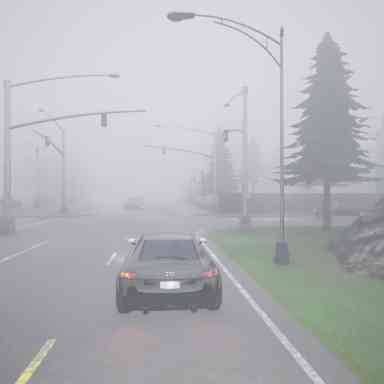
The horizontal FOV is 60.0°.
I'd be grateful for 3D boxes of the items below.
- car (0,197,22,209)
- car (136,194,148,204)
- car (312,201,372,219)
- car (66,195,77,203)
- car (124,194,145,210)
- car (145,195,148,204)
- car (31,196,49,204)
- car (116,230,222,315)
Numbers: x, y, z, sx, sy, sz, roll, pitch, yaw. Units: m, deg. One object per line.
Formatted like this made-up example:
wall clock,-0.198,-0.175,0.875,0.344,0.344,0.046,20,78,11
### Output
car,-21.330,1.340,38.409,2.007,1.523,4.514,0,0,-5
car,-9.477,1.352,63.152,2.097,1.767,4.553,0,0,-5
car,12.716,1.492,28.334,4.902,1.511,2.128,0,0,-7
car,-23.555,1.374,64.347,1.845,1.501,3.633,0,0,-5
car,-7.608,1.352,43.092,2.097,1.767,4.553,0,0,-5
car,-8.538,1.564,52.942,1.994,1.385,4.181,0,0,-5
car,-25.893,1.384,56.700,1.970,1.475,3.806,0,0,-5
car,-0.556,1.564,7.701,1.994,1.385,4.181,0,0,-5
